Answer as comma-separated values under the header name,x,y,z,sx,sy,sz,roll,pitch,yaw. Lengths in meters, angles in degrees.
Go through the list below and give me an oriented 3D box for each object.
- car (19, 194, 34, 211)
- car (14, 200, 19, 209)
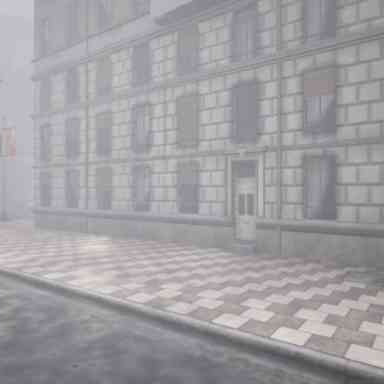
name,x,y,z,sx,sy,sz,roll,pitch,yaw
car,-17.089,1.352,38.878,2.097,1.767,4.553,0,0,36
car,-19.281,1.221,41.826,2.150,2.045,5.566,0,0,36
